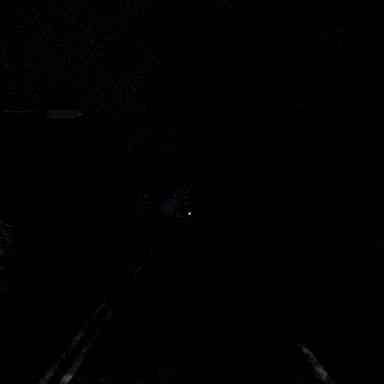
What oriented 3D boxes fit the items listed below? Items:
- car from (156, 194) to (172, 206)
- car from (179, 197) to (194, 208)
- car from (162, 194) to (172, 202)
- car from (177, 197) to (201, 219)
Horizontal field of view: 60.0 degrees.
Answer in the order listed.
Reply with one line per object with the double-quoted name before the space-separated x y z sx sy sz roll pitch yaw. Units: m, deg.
"car" -4.388 1.441 50.743 1.895 1.301 4.718 0 1 -2
"car" -0.798 1.444 46.574 1.994 1.385 4.181 0 0 -2
"car" -5.053 1.156 66.736 1.812 1.442 4.674 0 1 -3
"car" -0.260 1.465 29.062 1.837 1.490 4.892 0 0 -1
